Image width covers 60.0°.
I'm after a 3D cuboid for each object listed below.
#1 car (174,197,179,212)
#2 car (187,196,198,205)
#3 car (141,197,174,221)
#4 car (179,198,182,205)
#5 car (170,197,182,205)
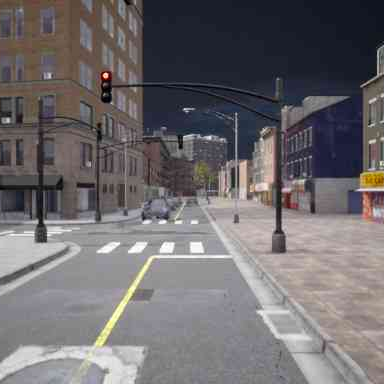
[{"bbox_3d":[-2.881,1.513,39.740,1.837,1.490,4.892,0,0,0],"label":"car"},{"bbox_3d":[0.051,1.506,59.334,2.128,1.511,4.902,0,0,0],"label":"car"},{"bbox_3d":[-2.873,1.355,27.335,2.097,1.767,4.553,0,0,0],"label":"car"},{"bbox_3d":[-2.885,1.517,50.259,1.837,1.490,4.892,0,0,0],"label":"car"},{"bbox_3d":[-2.864,1.581,60.323,1.994,1.385,4.181,0,0,0],"label":"car"}]
